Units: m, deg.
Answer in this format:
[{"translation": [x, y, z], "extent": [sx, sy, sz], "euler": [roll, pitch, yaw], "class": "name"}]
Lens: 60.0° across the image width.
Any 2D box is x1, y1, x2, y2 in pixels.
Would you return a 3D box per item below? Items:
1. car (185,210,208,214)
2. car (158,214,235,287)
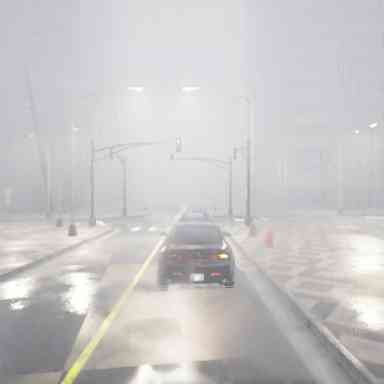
[{"translation": [0.281, 1.772, 19.808], "extent": [1.994, 1.385, 4.181], "euler": [0, -1, 6], "class": "car"}, {"translation": [0.102, 1.609, 9.594], "extent": [1.837, 1.490, 4.892], "euler": [0, 0, 0], "class": "car"}]
